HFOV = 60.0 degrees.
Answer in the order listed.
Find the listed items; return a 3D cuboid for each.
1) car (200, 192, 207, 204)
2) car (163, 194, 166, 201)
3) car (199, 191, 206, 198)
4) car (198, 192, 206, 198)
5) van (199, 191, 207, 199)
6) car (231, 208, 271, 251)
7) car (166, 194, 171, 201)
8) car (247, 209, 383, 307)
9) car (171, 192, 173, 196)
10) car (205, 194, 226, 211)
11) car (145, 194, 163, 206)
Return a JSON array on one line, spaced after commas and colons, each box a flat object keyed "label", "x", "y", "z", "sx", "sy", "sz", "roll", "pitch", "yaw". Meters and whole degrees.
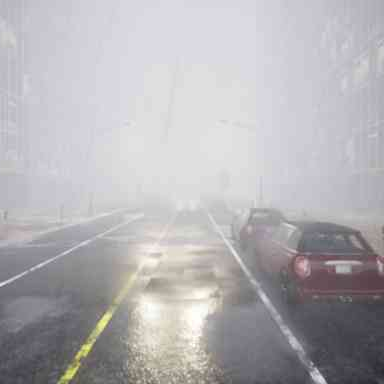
[{"label": "car", "x": 2.706, "y": 1.160, "z": 53.392, "sx": 1.947, "sy": 1.339, "sz": 4.313, "roll": 0, "pitch": 0, "yaw": 0}, {"label": "car", "x": -5.674, "y": 1.176, "z": 53.402, "sx": 1.802, "sy": 1.307, "sz": 4.206, "roll": 0, "pitch": 0, "yaw": 0}, {"label": "car", "x": 2.710, "y": 1.064, "z": 64.776, "sx": 1.947, "sy": 1.339, "sz": 4.313, "roll": 0, "pitch": 0, "yaw": 0}, {"label": "car", "x": 2.717, "y": 0.738, "z": 87.543, "sx": 1.967, "sy": 1.590, "sz": 4.097, "roll": 0, "pitch": 1, "yaw": 0}, {"label": "van", "x": 2.715, "y": 0.690, "z": 81.852, "sx": 1.690, "sy": 1.788, "sz": 3.998, "roll": 0, "pitch": 1, "yaw": 0}, {"label": "car", "x": 2.695, "y": 1.343, "z": 13.545, "sx": 1.967, "sy": 1.590, "sz": 4.097, "roll": 0, "pitch": 0, "yaw": 0}, {"label": "car", "x": -5.671, "y": 1.043, "z": 64.786, "sx": 1.887, "sy": 1.381, "sz": 4.507, "roll": 0, "pitch": 0, "yaw": 0}, {"label": "car", "x": 2.693, "y": 1.383, "z": 7.853, "sx": 1.967, "sy": 1.590, "sz": 4.097, "roll": 0, "pitch": 0, "yaw": 0}, {"label": "car", "x": -5.669, "y": 1.015, "z": 70.479, "sx": 1.947, "sy": 1.339, "sz": 4.313, "roll": 0, "pitch": 0, "yaw": 0}, {"label": "car", "x": 2.702, "y": 1.277, "z": 36.316, "sx": 1.887, "sy": 1.381, "sz": 4.507, "roll": 0, "pitch": 0, "yaw": 0}, {"label": "car", "x": -5.676, "y": 1.186, "z": 47.709, "sx": 1.887, "sy": 1.381, "sz": 4.507, "roll": 0, "pitch": 0, "yaw": 0}]
